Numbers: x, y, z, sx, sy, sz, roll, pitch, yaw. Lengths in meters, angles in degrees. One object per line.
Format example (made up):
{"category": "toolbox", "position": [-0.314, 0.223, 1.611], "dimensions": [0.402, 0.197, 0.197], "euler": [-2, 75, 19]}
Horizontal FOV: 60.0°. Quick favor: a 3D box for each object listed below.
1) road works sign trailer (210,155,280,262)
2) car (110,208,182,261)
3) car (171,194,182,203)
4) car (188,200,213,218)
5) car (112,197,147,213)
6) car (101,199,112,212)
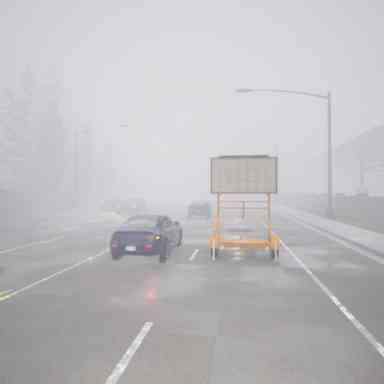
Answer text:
{"category": "road works sign trailer", "position": [1.883, 0.467, 12.180], "dimensions": [2.380, 3.560, 2.880], "euler": [0, 0, 7]}
{"category": "car", "position": [-1.534, 1.527, 12.278], "dimensions": [1.812, 1.442, 4.674], "euler": [0, 0, 7]}
{"category": "car", "position": [-3.530, 1.426, 74.138], "dimensions": [2.150, 2.045, 5.566], "euler": [0, -1, -5]}
{"category": "car", "position": [0.815, 1.482, 30.479], "dimensions": [1.882, 1.535, 5.008], "euler": [0, 0, 7]}
{"category": "car", "position": [-6.030, 1.355, 33.725], "dimensions": [2.097, 1.767, 4.553], "euler": [0, 0, 7]}
{"category": "car", "position": [-8.941, 1.495, 38.535], "dimensions": [2.128, 1.511, 4.902], "euler": [0, 0, 7]}
